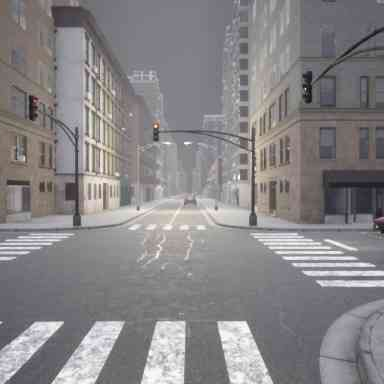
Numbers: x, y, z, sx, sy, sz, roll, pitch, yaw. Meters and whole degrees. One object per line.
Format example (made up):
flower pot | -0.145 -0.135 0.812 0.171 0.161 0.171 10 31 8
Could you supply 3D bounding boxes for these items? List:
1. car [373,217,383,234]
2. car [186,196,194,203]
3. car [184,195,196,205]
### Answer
car | 11.653 1.528 16.924 4.507 1.381 1.887 0 0 0
car | -0.422 1.543 69.699 1.812 1.442 4.674 0 0 0
car | -0.318 1.362 57.777 2.097 1.767 4.553 0 0 -1
